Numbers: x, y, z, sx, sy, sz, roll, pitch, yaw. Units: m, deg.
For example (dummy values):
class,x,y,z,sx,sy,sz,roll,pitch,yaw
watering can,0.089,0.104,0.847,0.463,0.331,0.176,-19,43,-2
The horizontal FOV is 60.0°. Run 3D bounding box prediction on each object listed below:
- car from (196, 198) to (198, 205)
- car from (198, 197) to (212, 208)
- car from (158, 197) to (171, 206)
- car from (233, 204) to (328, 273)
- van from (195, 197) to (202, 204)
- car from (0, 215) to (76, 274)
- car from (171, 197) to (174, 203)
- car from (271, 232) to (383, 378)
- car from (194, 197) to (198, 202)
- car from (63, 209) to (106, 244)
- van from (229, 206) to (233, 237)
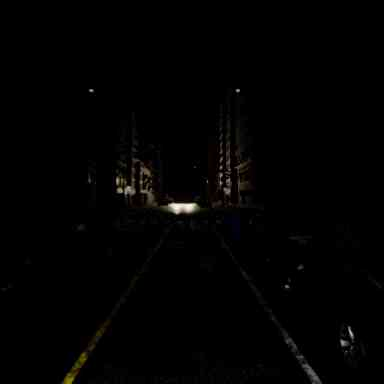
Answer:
class,x,y,z,sx,sy,sz,roll,pitch,yaw
car,2.292,2.324,71.723,1.802,1.307,4.206,0,-1,-1
car,2.545,2.059,60.418,1.967,1.590,4.097,0,-1,-1
car,-6.231,2.180,71.542,1.967,1.590,4.097,0,-1,-1
car,2.853,1.424,11.009,2.192,1.841,5.009,0,-1,0
van,1.784,2.361,94.334,1.690,1.788,3.998,0,-1,-1
car,-5.673,1.675,10.995,1.947,1.339,4.313,0,-1,0
car,-6.613,2.256,88.503,2.192,1.841,5.009,0,-1,-1
car,2.855,1.621,5.482,1.947,1.339,4.313,0,-1,0
car,2.038,2.452,83.025,1.802,1.307,4.206,0,-1,-1
car,-5.676,1.603,16.521,1.967,1.590,4.097,0,-1,0
van,2.850,1.505,16.531,1.690,1.788,3.998,0,-1,0
